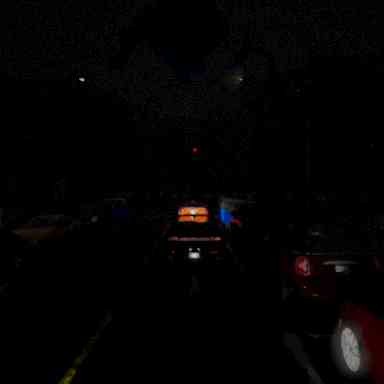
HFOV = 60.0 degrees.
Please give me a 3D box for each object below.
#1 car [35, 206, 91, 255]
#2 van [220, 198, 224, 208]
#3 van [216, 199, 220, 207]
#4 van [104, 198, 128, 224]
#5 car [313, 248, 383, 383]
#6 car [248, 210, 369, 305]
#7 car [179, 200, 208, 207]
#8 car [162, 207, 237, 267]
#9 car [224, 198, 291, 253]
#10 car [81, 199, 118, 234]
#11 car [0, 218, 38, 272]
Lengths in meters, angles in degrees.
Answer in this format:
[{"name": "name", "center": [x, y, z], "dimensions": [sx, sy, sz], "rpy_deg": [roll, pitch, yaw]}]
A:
[{"name": "car", "center": [-5.778, 1.515, 13.313], "dimensions": [1.752, 1.417, 4.829], "rpy_deg": [0, 0, 0]}, {"name": "van", "center": [2.741, 1.328, 18.930], "dimensions": [1.690, 1.788, 3.998], "rpy_deg": [0, 0, 0]}, {"name": "van", "center": [2.735, 1.324, 24.367], "dimensions": [1.690, 1.788, 3.998], "rpy_deg": [0, 0, 0]}, {"name": "van", "center": [-5.790, 1.324, 24.358], "dimensions": [1.690, 1.788, 3.998], "rpy_deg": [0, 0, 0]}, {"name": "car", "center": [2.759, 1.543, 2.617], "dimensions": [1.887, 1.381, 4.507], "rpy_deg": [0, 0, 0]}, {"name": "car", "center": [2.753, 1.434, 8.054], "dimensions": [1.967, 1.590, 4.097], "rpy_deg": [0, 0, 0]}, {"name": "car", "center": [0.112, 1.335, 24.064], "dimensions": [2.097, 1.767, 4.553], "rpy_deg": [0, 0, 1]}, {"name": "car", "center": [0.085, 1.483, 11.313], "dimensions": [2.128, 1.511, 4.902], "rpy_deg": [0, 0, 1]}, {"name": "car", "center": [2.747, 1.305, 13.492], "dimensions": [2.192, 1.841, 5.009], "rpy_deg": [0, 0, 0]}, {"name": "car", "center": [-5.784, 1.426, 18.920], "dimensions": [1.967, 1.590, 4.097], "rpy_deg": [0, 0, 0]}, {"name": "car", "center": [-5.772, 1.559, 8.045], "dimensions": [1.947, 1.339, 4.313], "rpy_deg": [0, 0, 0]}]
